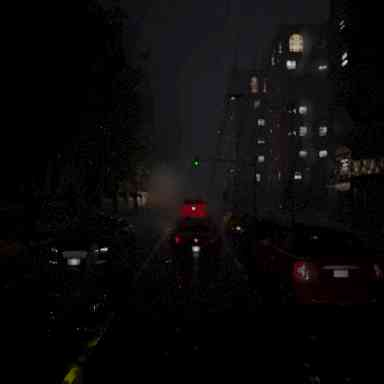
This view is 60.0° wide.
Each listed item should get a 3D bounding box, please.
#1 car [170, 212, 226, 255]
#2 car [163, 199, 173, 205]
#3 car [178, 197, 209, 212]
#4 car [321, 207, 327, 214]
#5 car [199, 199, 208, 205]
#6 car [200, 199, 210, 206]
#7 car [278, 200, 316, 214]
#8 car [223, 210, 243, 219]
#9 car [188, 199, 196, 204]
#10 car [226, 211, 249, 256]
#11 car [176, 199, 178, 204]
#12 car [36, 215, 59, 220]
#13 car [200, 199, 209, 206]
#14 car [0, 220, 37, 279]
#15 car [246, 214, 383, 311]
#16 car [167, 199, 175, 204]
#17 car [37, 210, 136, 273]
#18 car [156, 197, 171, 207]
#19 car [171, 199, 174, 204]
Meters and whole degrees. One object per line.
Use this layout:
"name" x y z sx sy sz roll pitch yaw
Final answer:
"car" 0.103 1.727 13.867 1.895 1.301 4.718 0 -1 -1
"car" -5.691 2.309 79.366 1.887 1.381 4.507 0 -1 0
"car" 0.305 1.500 30.077 2.150 2.045 5.566 0 -1 4
"car" 20.307 2.355 46.200 4.507 1.381 1.887 1 -1 0
"car" 2.690 2.315 79.367 2.008 1.369 4.403 0 -1 0
"car" 2.689 2.178 68.467 1.752 1.417 4.829 0 -1 0
"car" 14.616 2.022 46.188 5.009 1.841 2.192 1 -1 0
"car" 2.689 1.703 19.368 1.752 1.417 4.829 0 -1 0
"car" 0.004 2.439 88.099 1.895 1.301 4.718 0 -1 0
"car" 2.689 1.690 13.567 1.947 1.339 4.313 0 -1 0
"car" -2.997 2.346 83.501 2.033 1.411 5.357 0 -1 0
"car" -5.691 1.674 13.566 2.008 1.369 4.403 0 -1 0
"car" 2.689 2.252 73.831 1.887 1.381 4.507 0 -1 0
"car" -5.691 1.596 7.767 1.752 1.417 4.829 0 -1 0
"car" 2.688 1.512 7.938 1.967 1.590 4.097 0 -1 0
"car" -5.690 2.459 90.435 1.802 1.307 4.206 0 -1 0
"car" -3.096 1.593 11.181 2.128 1.511 4.902 0 -1 0
"car" -5.692 1.910 62.764 2.192 1.841 5.009 0 -1 0
"car" -5.691 2.147 73.832 1.967 1.590 4.097 0 -1 0
